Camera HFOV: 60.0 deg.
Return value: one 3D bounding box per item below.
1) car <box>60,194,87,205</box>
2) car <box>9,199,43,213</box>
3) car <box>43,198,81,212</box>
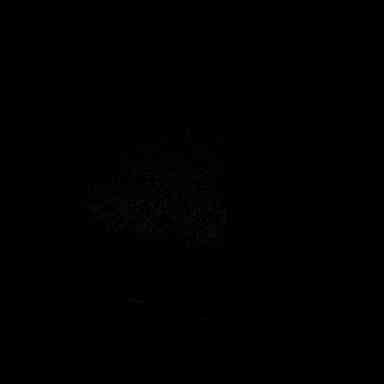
[{"bbox_3d":[-22.071,1.362,62.060,2.097,1.767,4.553,0,0,24],"label":"car"},{"bbox_3d":[-18.273,1.484,37.300,1.882,1.535,5.008,0,0,8],"label":"car"},{"bbox_3d":[-14.646,1.607,38.372,1.895,1.301,4.718,0,0,11],"label":"car"}]
